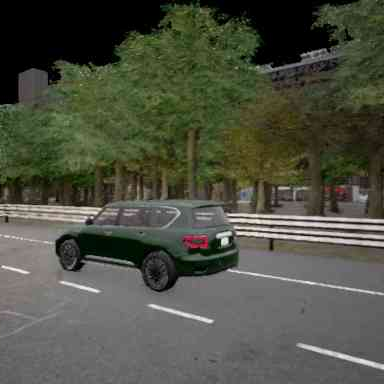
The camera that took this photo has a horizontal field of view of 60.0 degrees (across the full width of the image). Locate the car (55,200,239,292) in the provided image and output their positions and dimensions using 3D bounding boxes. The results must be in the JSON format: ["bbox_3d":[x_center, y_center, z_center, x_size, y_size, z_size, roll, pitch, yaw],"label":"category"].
[{"bbox_3d":[-1.433,1.232,9.190,5.566,2.045,2.150,0,0,36],"label":"car"}]
